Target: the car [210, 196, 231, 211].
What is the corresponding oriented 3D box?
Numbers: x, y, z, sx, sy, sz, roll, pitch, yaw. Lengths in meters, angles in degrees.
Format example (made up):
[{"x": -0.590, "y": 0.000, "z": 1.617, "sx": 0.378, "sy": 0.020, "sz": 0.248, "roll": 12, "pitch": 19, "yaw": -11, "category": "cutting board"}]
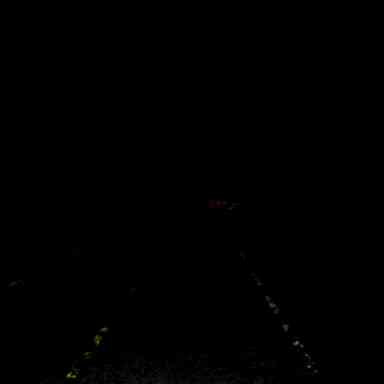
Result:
[{"x": 3.412, "y": 1.338, "z": 41.730, "sx": 2.097, "sy": 1.767, "sz": 4.553, "roll": 0, "pitch": 0, "yaw": 8, "category": "car"}]
